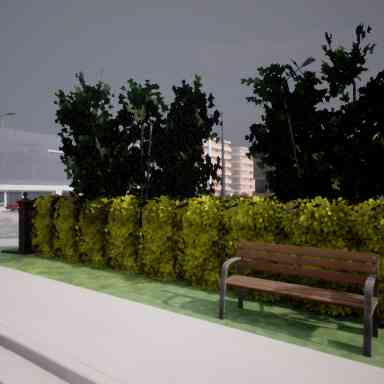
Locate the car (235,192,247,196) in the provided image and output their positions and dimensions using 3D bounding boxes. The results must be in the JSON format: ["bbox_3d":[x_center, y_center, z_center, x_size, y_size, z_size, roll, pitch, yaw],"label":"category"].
[{"bbox_3d":[10.679,0.682,73.749,1.812,1.442,4.674,0,0,35],"label":"car"}]

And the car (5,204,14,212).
[{"bbox_3d":[-18.648,1.553,38.243,1.895,1.301,4.718,0,0,35],"label":"car"}]

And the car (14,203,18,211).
[{"bbox_3d":[-16.058,1.553,35.854,1.895,1.301,4.718,0,0,36],"label":"car"}]
